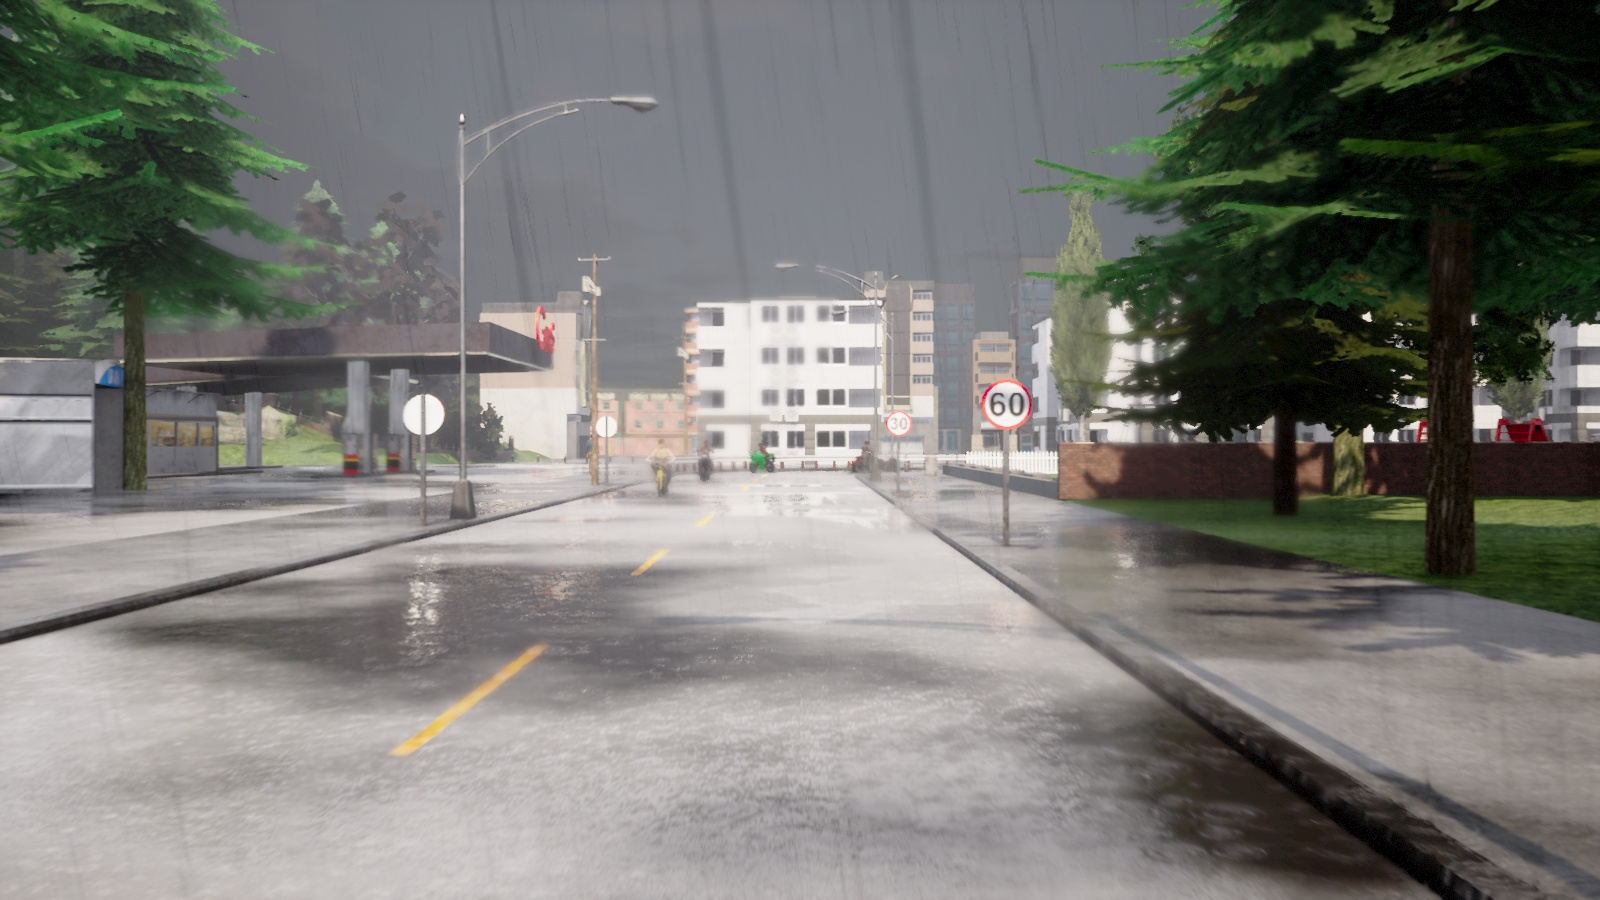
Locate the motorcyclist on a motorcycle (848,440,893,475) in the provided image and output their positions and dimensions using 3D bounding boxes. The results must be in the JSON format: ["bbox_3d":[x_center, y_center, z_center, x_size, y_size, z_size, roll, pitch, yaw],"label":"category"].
[{"bbox_3d":[3.422,0.357,60.941,2.350,1.649,0.766,0,2,-45],"label":"motorcyclist on a motorcycle"}]

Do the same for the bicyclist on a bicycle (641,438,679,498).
[{"bbox_3d":[-3.824,0.486,34.424,0.866,1.612,1.509,0,0,0],"label":"bicyclist on a bicycle"}]

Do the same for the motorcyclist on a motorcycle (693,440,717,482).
[{"bbox_3d":[-3.761,0.414,49.698,0.766,1.649,2.350,0,0,0],"label":"motorcyclist on a motorcycle"}]

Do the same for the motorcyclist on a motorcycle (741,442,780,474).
[{"bbox_3d":[-1.909,0.385,60.982,0.797,1.523,2.044,2,1,34],"label":"motorcyclist on a motorcycle"}]

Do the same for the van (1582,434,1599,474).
[{"bbox_3d":[41.869,0.179,62.734,4.442,1.987,1.775,0,0,0],"label":"van"}]
